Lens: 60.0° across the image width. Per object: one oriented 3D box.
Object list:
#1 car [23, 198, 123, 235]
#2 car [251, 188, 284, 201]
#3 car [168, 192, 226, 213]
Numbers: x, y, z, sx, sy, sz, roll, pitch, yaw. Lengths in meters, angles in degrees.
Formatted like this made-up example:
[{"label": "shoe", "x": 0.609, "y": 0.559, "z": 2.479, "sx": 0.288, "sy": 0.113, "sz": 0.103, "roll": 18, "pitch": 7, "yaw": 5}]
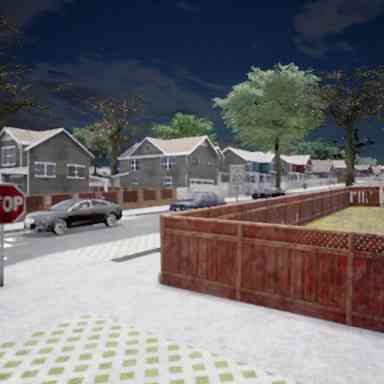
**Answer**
[{"label": "car", "x": -5.604, "y": 1.084, "z": 16.210, "sx": 2.128, "sy": 1.511, "sz": 4.902, "roll": 0, "pitch": 2, "yaw": 36}, {"label": "car", "x": 8.039, "y": 0.215, "z": 35.175, "sx": 1.895, "sy": 1.301, "sz": 4.718, "roll": 0, "pitch": 3, "yaw": 36}, {"label": "car", "x": 0.554, "y": 0.719, "z": 24.780, "sx": 2.033, "sy": 1.411, "sz": 5.357, "roll": 0, "pitch": 3, "yaw": 36}]
